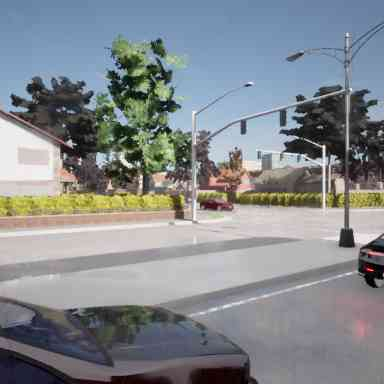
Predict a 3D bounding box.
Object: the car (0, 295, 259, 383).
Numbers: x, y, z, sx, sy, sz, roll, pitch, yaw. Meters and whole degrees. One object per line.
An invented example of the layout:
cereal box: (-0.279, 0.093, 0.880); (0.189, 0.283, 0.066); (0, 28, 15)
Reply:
car: (-1.984, 1.547, 2.333); (5.357, 1.411, 2.033); (0, 0, -35)

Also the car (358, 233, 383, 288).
car: (5.935, 1.492, 8.018); (4.902, 1.511, 2.128); (0, 0, -35)

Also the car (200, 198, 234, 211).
car: (2.950, 1.478, 40.288); (1.882, 1.535, 5.008); (0, 0, -36)

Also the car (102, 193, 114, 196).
car: (-16.615, 1.222, 67.363); (2.150, 2.045, 5.566); (0, 0, -36)
